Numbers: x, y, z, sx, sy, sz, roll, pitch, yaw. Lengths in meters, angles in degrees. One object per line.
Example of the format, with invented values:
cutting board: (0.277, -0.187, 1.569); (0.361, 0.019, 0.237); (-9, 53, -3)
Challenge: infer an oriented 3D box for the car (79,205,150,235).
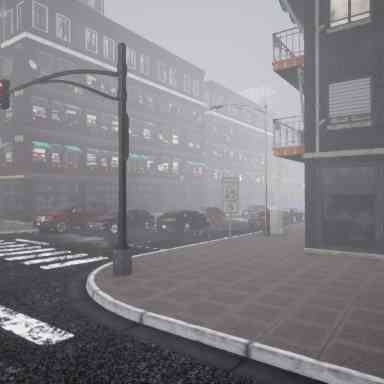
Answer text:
car: (-4.498, 1.814, 21.461); (1.837, 1.490, 4.892); (0, -1, 35)

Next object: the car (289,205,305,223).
car: (9.096, 2.120, 30.780); (2.008, 1.369, 4.403); (-2, -2, 35)

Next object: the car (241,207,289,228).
car: (5.822, 2.048, 26.132); (1.802, 1.307, 4.206); (-2, -2, 35)

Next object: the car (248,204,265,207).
car: (7.338, 2.189, 38.237); (1.837, 1.490, 4.892); (0, -1, 36)

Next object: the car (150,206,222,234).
car: (-0.266, 1.854, 21.913); (1.837, 1.490, 4.892); (0, -1, 35)

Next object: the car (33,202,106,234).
car: (-7.585, 1.603, 21.603); (2.192, 1.841, 5.009); (-1, -2, 35)

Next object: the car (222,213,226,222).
car: (1.360, 2.019, 29.763); (1.812, 1.442, 4.674); (0, -1, 35)

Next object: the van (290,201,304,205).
van: (18.602, 2.463, 58.776); (1.690, 1.788, 3.998); (-2, -2, 35)
